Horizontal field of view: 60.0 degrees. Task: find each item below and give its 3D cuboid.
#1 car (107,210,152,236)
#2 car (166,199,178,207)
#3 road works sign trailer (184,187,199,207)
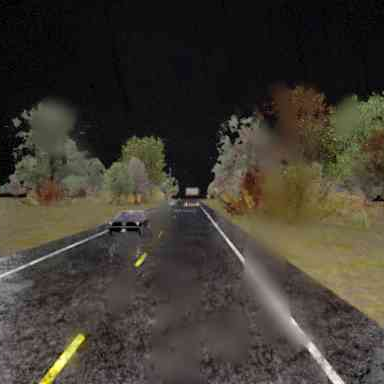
[{"bbox_3d":[-3.597,1.752,19.770,1.895,1.301,4.718,0,0,0],"label":"car"},{"bbox_3d":[-3.527,2.000,60.401,2.128,1.511,4.902,0,-1,1],"label":"car"},{"bbox_3d":[0.017,0.967,60.141,2.380,3.560,2.880,0,-1,0],"label":"road works sign trailer"}]
